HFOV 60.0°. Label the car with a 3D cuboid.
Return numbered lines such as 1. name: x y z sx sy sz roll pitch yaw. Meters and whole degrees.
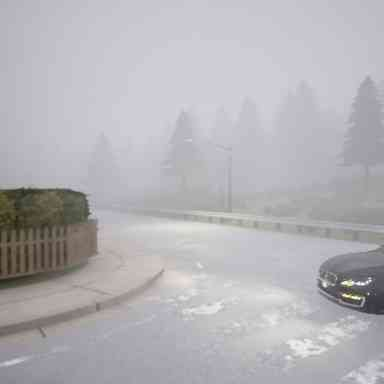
1. car: 4.885 1.449 6.213 4.892 1.490 1.837 0 -3 -1
